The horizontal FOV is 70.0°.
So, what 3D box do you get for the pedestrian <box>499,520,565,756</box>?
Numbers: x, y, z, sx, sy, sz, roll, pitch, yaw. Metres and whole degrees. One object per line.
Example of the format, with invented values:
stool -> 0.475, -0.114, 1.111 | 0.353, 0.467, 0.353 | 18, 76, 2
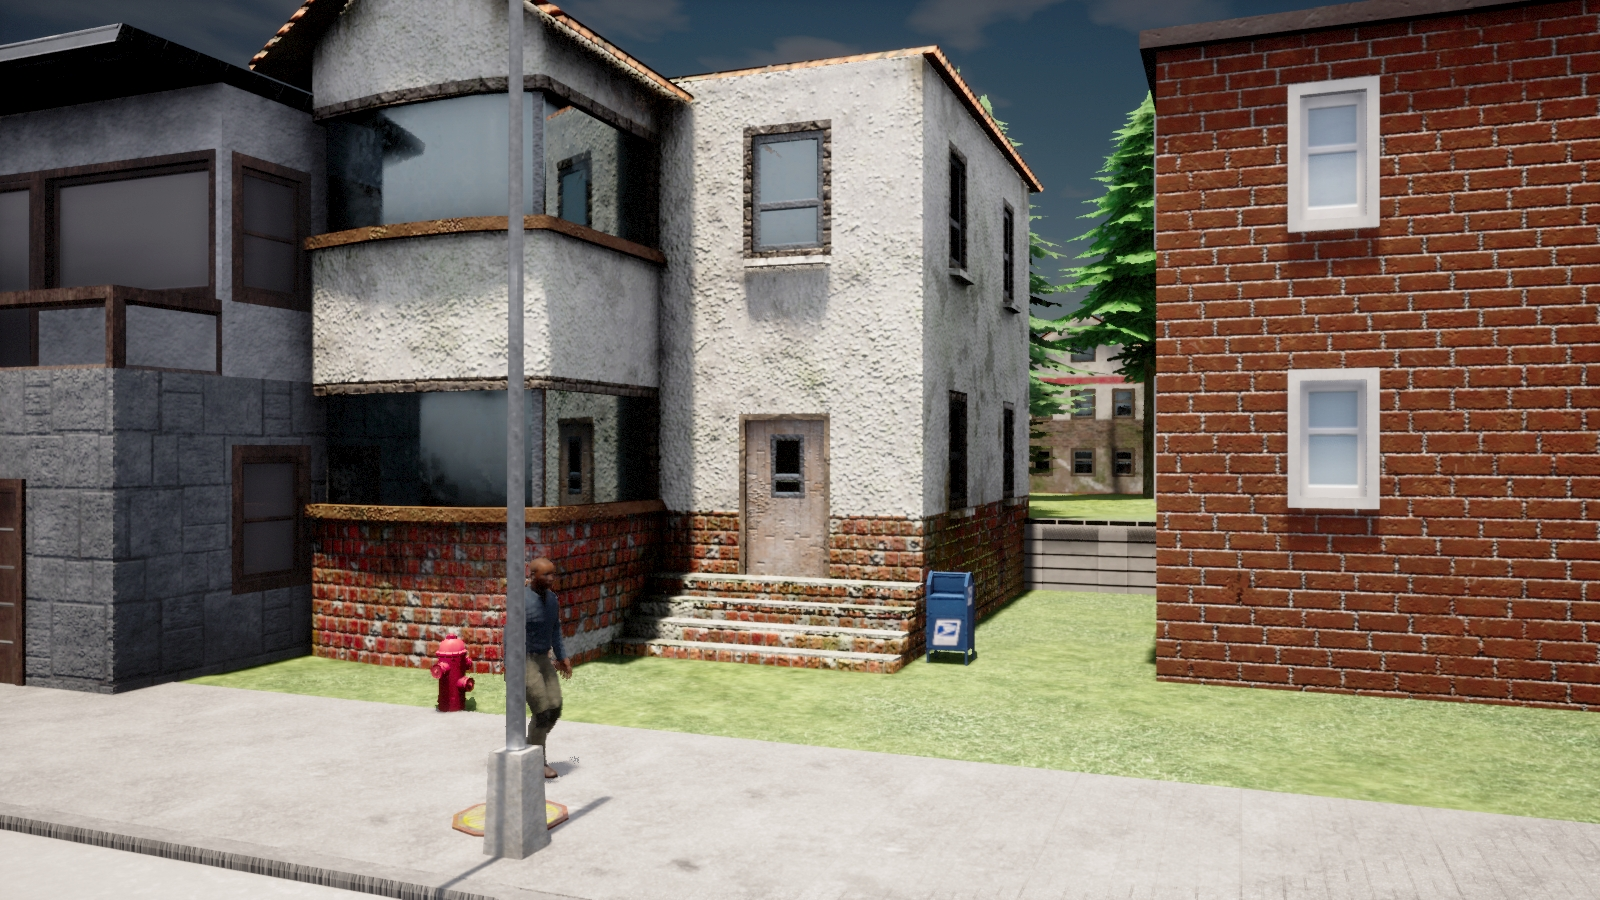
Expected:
pedestrian -> -2.204, 1.524, 9.419 | 0.375, 1.860, 0.375 | 0, 0, 32
